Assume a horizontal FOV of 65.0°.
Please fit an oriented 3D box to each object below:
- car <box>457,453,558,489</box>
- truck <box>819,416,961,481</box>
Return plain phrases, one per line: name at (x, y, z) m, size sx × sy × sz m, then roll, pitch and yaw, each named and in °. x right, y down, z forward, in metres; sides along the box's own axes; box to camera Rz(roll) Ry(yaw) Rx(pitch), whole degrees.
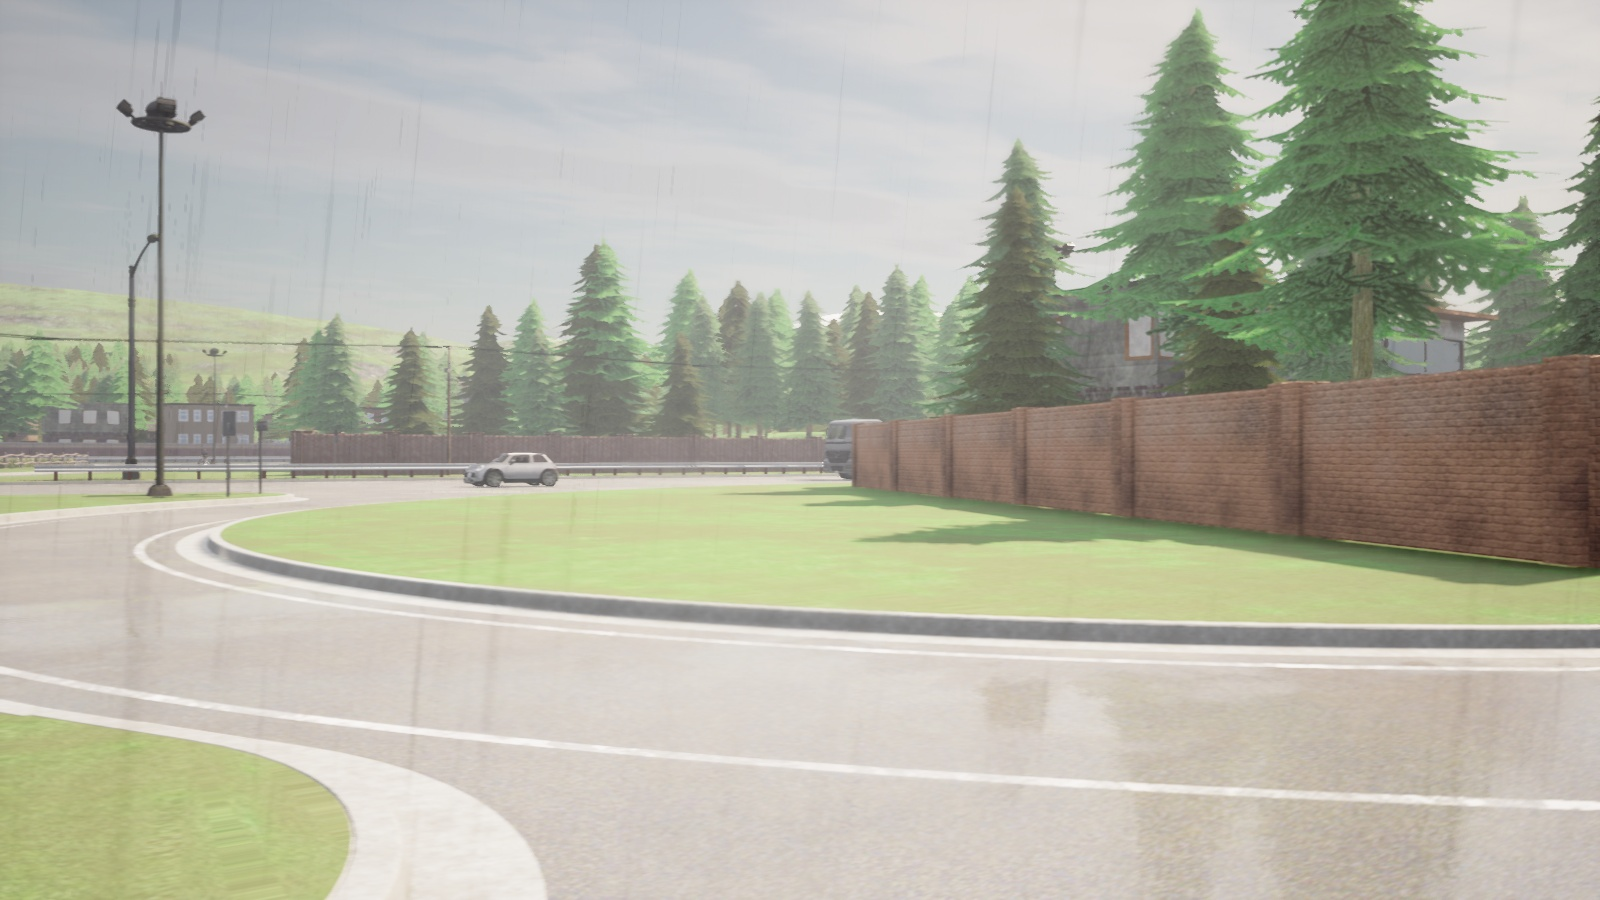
car at (-12.616, 0.870, 54.187) m, size 3.806 × 1.475 × 1.970 m, roll 0°, pitch 0°, yaw -35°
truck at (5.124, -0.074, 70.882) m, size 7.936 × 3.462 × 2.891 m, roll 0°, pitch 0°, yaw -35°
